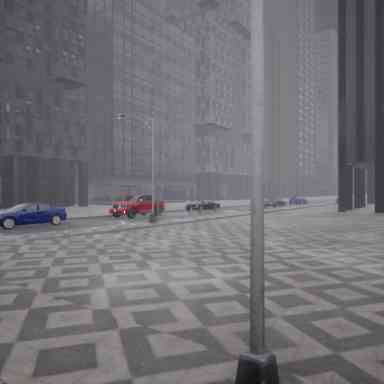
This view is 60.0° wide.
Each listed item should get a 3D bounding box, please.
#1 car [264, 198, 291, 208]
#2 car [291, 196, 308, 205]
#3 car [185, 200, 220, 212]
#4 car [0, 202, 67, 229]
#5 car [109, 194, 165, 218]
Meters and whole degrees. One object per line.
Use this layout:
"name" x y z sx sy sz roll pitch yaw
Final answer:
"car" 11.622 1.484 46.804 2.033 1.411 5.357 0 0 36
"car" 17.656 1.401 55.065 1.882 1.535 5.008 0 0 36
"car" 1.230 1.555 38.002 1.895 1.301 4.718 0 0 36
"car" -10.694 1.459 21.696 1.882 1.535 5.008 0 0 36
"car" -4.761 1.189 29.814 2.150 2.045 5.566 0 0 36
